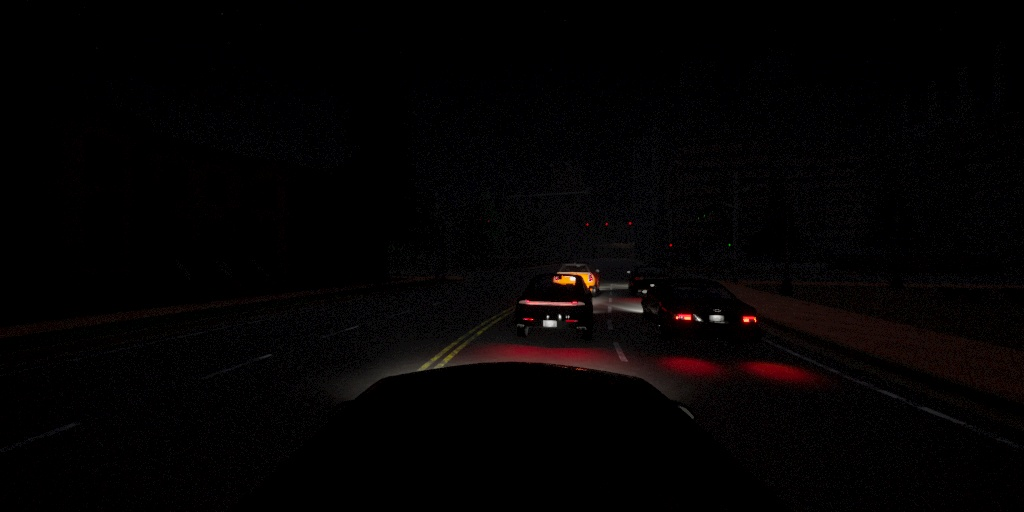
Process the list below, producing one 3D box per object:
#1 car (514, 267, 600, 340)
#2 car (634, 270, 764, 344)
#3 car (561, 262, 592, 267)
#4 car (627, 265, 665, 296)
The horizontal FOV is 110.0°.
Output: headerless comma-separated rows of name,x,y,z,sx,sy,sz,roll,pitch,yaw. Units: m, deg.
car,1.323,1.241,10.076,2.128,1.511,4.902,0,0,12
car,4.696,1.297,9.647,2.033,1.411,5.357,0,0,13
car,3.487,1.102,18.963,2.097,1.767,4.553,0,0,16
car,7.254,1.227,19.135,1.882,1.535,5.008,0,0,16
